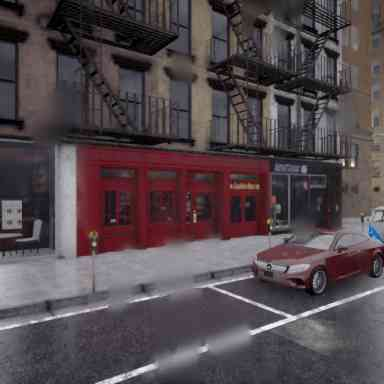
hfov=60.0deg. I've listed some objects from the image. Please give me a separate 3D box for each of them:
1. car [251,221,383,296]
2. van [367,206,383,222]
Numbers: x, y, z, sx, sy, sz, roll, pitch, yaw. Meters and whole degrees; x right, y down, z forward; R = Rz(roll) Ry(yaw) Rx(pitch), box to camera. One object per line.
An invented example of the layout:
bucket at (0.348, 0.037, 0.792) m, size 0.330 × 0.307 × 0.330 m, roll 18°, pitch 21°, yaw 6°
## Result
car at (3.403, 1.582, 8.595) m, size 4.206 × 1.307 × 1.802 m, roll 0°, pitch 0°, yaw -35°
van at (7.814, 1.340, 11.720) m, size 3.998 × 1.788 × 1.690 m, roll 0°, pitch 0°, yaw -35°
